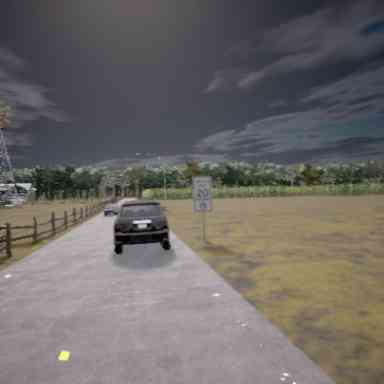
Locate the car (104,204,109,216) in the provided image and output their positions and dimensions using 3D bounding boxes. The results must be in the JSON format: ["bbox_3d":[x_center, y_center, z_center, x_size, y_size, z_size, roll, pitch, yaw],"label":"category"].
[{"bbox_3d":[-9.506,2.054,40.056,2.033,1.411,5.357,-3,0,-10],"label":"car"}]

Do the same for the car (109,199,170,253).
[{"bbox_3d":[-2.294,1.373,14.938,2.150,2.045,5.566,-3,0,-10],"label":"car"}]
